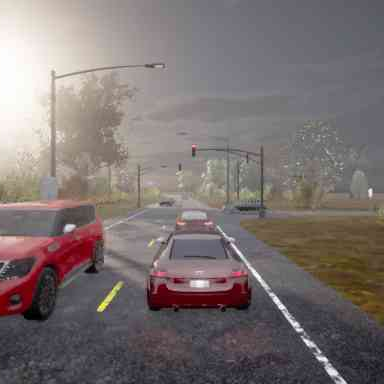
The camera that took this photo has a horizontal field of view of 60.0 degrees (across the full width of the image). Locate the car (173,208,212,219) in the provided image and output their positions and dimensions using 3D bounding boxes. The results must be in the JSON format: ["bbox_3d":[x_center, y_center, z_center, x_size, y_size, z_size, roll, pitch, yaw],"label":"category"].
[{"bbox_3d":[0.061,1.526,16.544,1.812,1.442,4.674,0,0,-2],"label":"car"}]

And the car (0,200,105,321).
[{"bbox_3d":[-3.609,1.223,7.624,2.150,2.045,5.566,0,0,0],"label":"car"}]

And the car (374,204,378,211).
[{"bbox_3d":[22.578,1.580,36.935,4.181,1.385,1.994,0,0,1],"label":"car"}]

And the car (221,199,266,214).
[{"bbox_3d":[5.479,1.497,35.176,4.902,1.511,2.128,0,0,-22],"label":"car"}]

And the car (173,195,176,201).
[{"bbox_3d":[-4.366,1.567,62.340,1.994,1.385,4.181,0,0,-1],"label":"car"}]

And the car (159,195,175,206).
[{"bbox_3d":[-4.158,1.603,53.151,1.895,1.301,4.718,0,0,-1],"label":"car"}]

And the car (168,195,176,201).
[{"bbox_3d":[-4.969,1.484,83.162,1.882,1.535,5.008,0,0,-2],"label":"car"}]

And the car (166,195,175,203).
[{"bbox_3d":[-4.607,1.482,72.715,1.882,1.535,5.008,0,0,-2],"label":"car"}]

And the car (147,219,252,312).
[{"bbox_3d":[0.099,1.564,7.784,1.994,1.385,4.181,0,0,-1],"label":"car"}]
